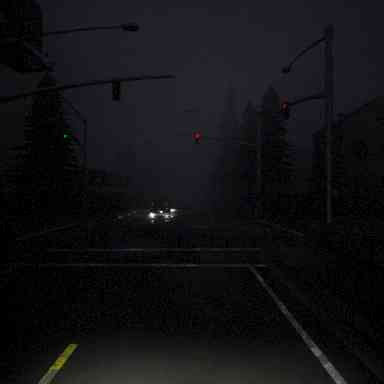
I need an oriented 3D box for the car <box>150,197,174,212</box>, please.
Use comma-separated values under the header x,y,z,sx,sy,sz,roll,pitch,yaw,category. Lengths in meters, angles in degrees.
x,y,z,sx,sy,sz,roll,pitch,yaw,category
-3.525,1.352,38.105,2.097,1.767,4.553,0,0,0,car
